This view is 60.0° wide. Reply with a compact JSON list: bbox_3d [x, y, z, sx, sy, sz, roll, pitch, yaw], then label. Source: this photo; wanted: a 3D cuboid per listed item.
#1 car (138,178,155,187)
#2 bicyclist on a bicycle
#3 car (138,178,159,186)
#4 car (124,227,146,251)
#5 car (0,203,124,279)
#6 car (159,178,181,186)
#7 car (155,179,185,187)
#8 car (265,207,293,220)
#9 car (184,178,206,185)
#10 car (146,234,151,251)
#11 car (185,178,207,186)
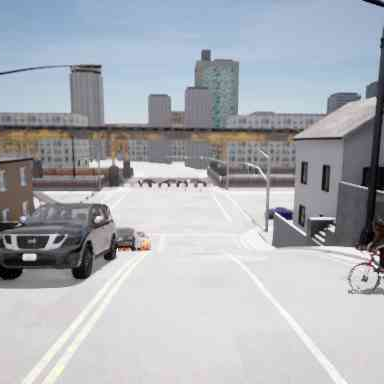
[{"bbox_3d":[-9.267,-2.019,70.339,4.974,1.542,2.038,8,11,42],"label":"car"},{"bbox_3d":[4.197,1.402,7.182,1.656,1.620,0.582,-1,1,0],"label":"bicyclist on a bicycle"},{"bbox_3d":[-9.304,-2.180,70.350,4.536,1.218,1.853,8,11,42],"label":"car"},{"bbox_3d":[-4.163,2.895,20.253,1.837,1.490,4.892,0,-11,-2],"label":"car"},{"bbox_3d":[-3.834,1.331,10.459,2.150,2.045,5.566,0,-4,-2],"label":"car"},{"bbox_3d":[-4.618,-2.177,70.460,4.536,1.218,1.853,-6,11,-37],"label":"car"},{"bbox_3d":[-4.660,-2.017,70.452,4.974,1.542,2.038,-6,11,-37],"label":"car"},{"bbox_3d":[11.210,2.576,41.095,4.181,1.385,1.994,0,9,-2],"label":"car"},{"bbox_3d":[0.643,-2.289,71.351,4.536,1.218,1.853,5,10,27],"label":"car"},{"bbox_3d":[-4.334,3.807,25.623,2.097,1.767,4.553,0,-8,-3],"label":"car"},{"bbox_3d":[0.689,-2.129,71.351,4.974,1.542,2.038,5,10,27],"label":"car"}]
